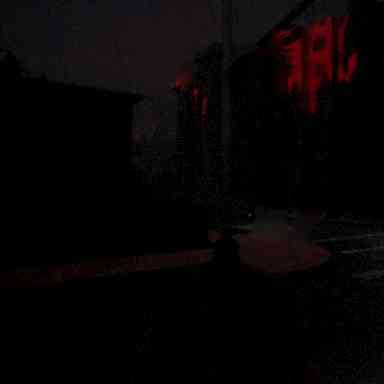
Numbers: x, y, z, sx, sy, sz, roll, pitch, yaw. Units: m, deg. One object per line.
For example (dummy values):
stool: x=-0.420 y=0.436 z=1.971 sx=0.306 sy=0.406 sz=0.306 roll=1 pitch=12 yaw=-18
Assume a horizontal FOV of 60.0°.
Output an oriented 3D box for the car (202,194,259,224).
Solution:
car: x=2.682 y=1.222 z=25.331 sx=2.150 sy=2.045 sz=5.566 roll=0 pitch=0 yaw=-28
